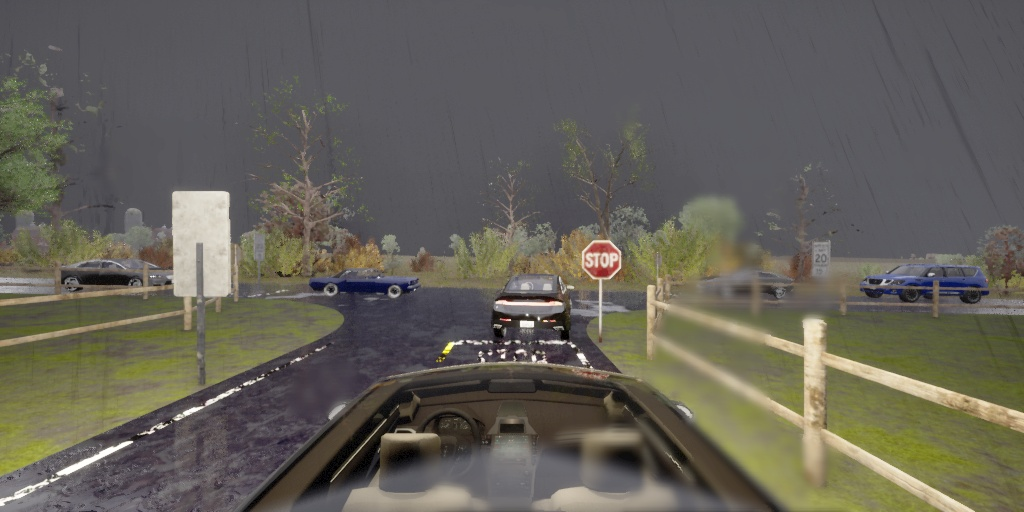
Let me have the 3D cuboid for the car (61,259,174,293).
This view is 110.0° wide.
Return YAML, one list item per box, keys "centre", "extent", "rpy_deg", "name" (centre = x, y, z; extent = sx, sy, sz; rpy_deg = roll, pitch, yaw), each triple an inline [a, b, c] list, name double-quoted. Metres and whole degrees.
- centre: [-18.494, 0.885, 17.087]
  extent: [4.902, 1.511, 2.128]
  rpy_deg: [1, 1, 0]
  name: "car"

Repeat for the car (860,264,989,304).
- centre: [22.894, 1.466, 19.998]
  extent: [5.566, 2.045, 2.150]
  rpy_deg: [1, 1, 0]
  name: "car"

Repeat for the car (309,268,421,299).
- centre: [-6.826, 1.248, 17.074]
  extent: [4.718, 1.301, 1.895]
  rpy_deg: [1, 1, 0]
  name: "car"

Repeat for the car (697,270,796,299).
- centre: [12.999, 1.525, 20.006]
  extent: [4.902, 1.511, 2.128]
  rpy_deg: [1, 1, 0]
  name: "car"

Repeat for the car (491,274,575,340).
- centre: [0.704, 1.240, 10.044]
  extent: [2.128, 1.511, 4.902]
  rpy_deg: [0, 0, 9]
  name: "car"
